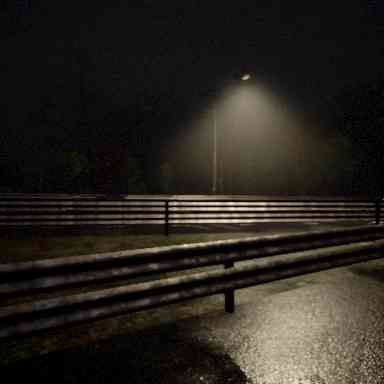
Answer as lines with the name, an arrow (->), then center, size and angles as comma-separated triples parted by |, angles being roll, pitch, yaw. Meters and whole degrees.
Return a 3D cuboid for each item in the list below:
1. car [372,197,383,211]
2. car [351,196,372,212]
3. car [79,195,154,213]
car -> 17.766, 1.221, 27.631 | 4.674, 1.442, 1.812 | 1, 0, -16
car -> 16.846, 1.189, 31.007 | 4.892, 1.490, 1.837 | 1, 0, -16
car -> -4.760, 0.935, 21.316 | 4.674, 1.442, 1.812 | 1, 0, -16
